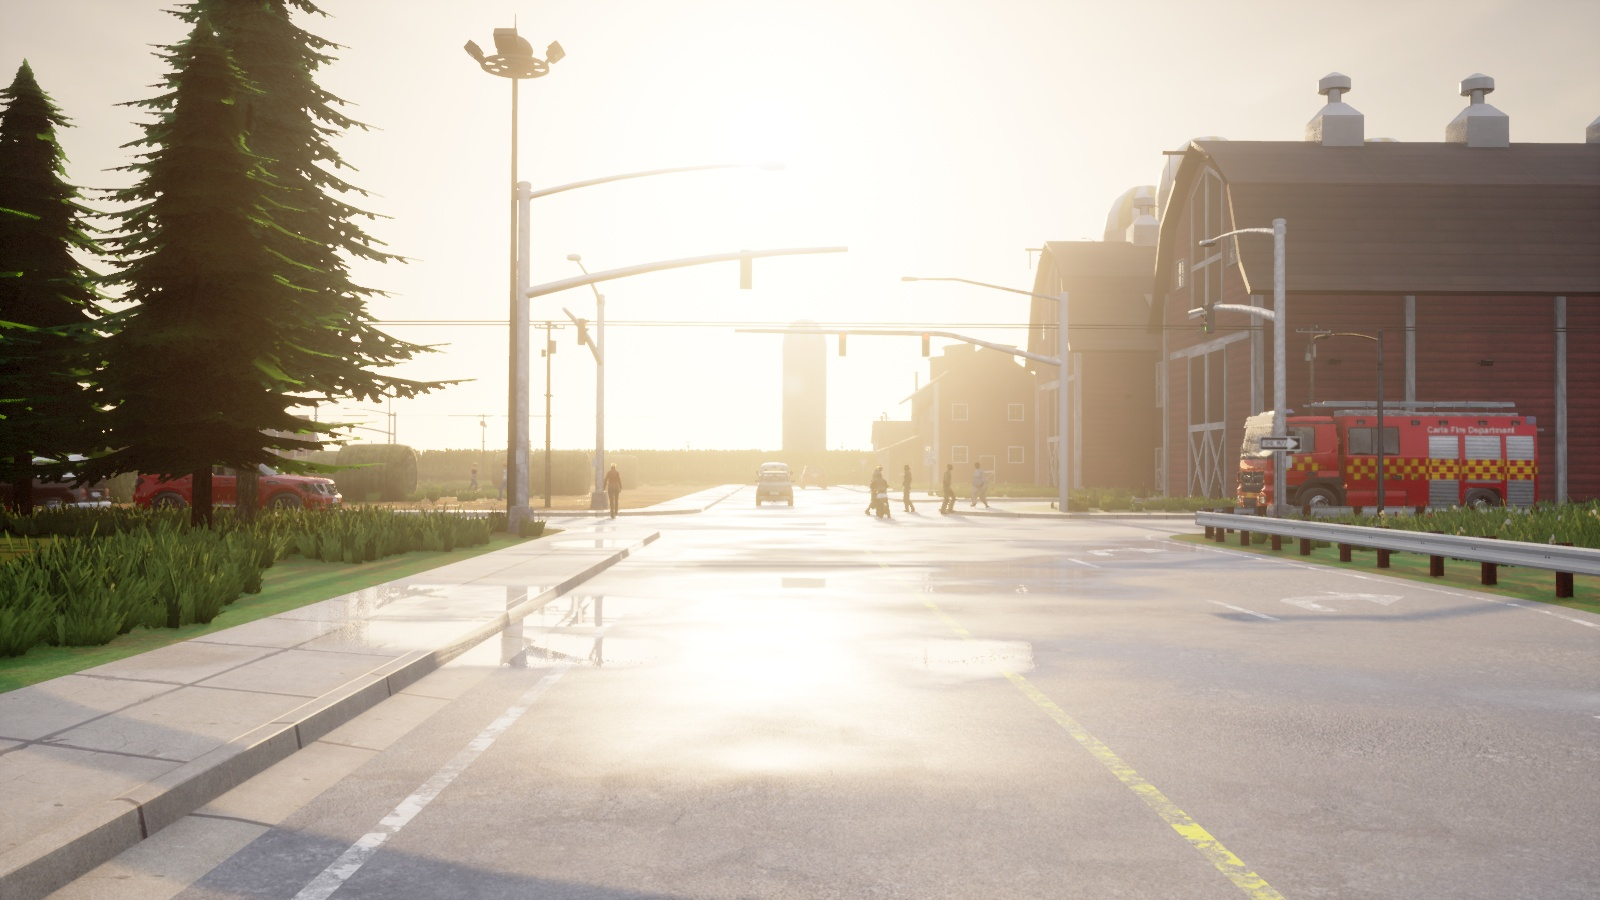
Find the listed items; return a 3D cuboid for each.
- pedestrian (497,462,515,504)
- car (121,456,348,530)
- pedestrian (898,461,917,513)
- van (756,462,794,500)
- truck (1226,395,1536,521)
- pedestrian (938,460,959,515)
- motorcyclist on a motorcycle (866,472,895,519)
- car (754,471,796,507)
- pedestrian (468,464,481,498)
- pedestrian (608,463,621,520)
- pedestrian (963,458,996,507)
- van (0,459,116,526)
[{"bbox_3d":[-13.040,1.452,55.712,0.706,1.836,0.354,1,-1,-43],"label":"pedestrian"},{"bbox_3d":[-16.168,1.231,36.146,5.566,2.045,2.150,0,-1,0],"label":"car"},{"bbox_3d":[4.036,1.391,47.159,0.666,1.930,0.402,0,-1,-4],"label":"pedestrian"},{"bbox_3d":[-1.439,1.734,71.052,2.069,2.038,4.480,0,-1,-1],"label":"van"},{"bbox_3d":[18.224,0.270,39.785,8.468,3.827,2.891,0,-1,0],"label":"truck"},{"bbox_3d":[5.282,1.338,44.623,0.692,1.930,0.396,0,-1,10],"label":"pedestrian"},{"bbox_3d":[2.689,1.498,42.130,0.797,1.523,2.044,0,-1,-1],"label":"motorcyclist on a motorcycle"},{"bbox_3d":[-1.126,1.743,56.643,1.789,1.549,3.705,0,-1,-1],"label":"car"},{"bbox_3d":[-17.916,1.697,69.176,0.594,1.836,0.345,0,-1,3],"label":"pedestrian"},{"bbox_3d":[-6.065,1.347,41.038,0.331,1.846,0.636,0,-1,-1],"label":"pedestrian"},{"bbox_3d":[6.882,1.248,48.250,0.900,1.855,0.874,0,-1,-32],"label":"pedestrian"},{"bbox_3d":[-24.402,1.326,39.618,4.480,2.038,2.069,0,-1,0],"label":"van"}]
